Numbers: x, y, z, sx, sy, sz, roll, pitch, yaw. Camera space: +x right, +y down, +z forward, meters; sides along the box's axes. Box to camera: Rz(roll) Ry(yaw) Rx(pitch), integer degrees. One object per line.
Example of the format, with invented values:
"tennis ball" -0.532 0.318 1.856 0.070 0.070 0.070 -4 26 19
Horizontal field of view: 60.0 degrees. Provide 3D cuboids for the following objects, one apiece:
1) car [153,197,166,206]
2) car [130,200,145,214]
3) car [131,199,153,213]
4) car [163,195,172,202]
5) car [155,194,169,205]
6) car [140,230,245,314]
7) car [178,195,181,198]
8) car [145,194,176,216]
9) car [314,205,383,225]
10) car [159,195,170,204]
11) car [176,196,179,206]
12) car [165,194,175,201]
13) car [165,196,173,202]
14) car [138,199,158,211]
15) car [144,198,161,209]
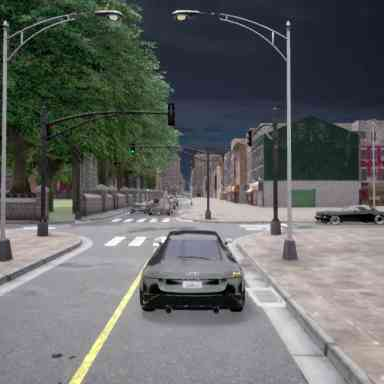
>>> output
"car" -5.753 1.666 59.382 1.802 1.307 4.206 1 0 -1
"car" -5.559 1.582 35.897 2.008 1.369 4.403 1 0 -1
"car" -5.601 1.560 37.871 1.752 1.417 4.829 1 0 -1
"car" -5.955 1.613 81.182 1.967 1.590 4.097 1 0 -1
"car" -5.799 1.417 64.833 2.192 1.841 5.009 1 0 -1
"car" 0.024 1.567 7.730 1.994 1.385 4.181 0 0 1
"car" -3.174 1.575 55.057 1.837 1.490 4.892 0 0 0
"car" -3.049 1.379 33.193 2.097 1.767 4.553 0 0 1
"car" 10.875 1.551 22.580 4.718 1.301 1.895 -1 -1 0
"car" -5.853 1.563 70.283 1.967 1.590 4.097 1 0 -1
"car" -3.065 1.570 43.375 1.812 1.442 4.674 0 0 0
"car" -6.056 1.548 92.084 2.192 1.841 5.009 1 0 -1
"car" -6.007 1.726 86.462 1.752 1.417 4.829 1 0 -1
"car" -5.598 1.594 43.032 2.008 1.369 4.403 1 0 -1
"car" -5.650 1.620 48.482 1.947 1.339 4.313 1 0 -1
